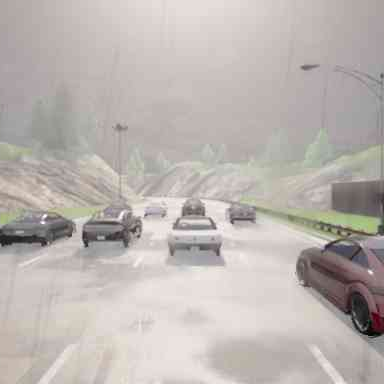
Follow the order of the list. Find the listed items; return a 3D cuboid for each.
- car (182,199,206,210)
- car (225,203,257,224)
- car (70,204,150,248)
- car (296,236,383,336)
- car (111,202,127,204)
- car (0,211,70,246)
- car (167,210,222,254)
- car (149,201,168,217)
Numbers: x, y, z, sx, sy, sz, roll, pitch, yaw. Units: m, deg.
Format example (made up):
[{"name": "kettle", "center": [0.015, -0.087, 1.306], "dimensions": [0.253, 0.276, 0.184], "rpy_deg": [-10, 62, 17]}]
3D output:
[{"name": "car", "center": [0.144, 1.377, 30.310], "dimensions": [2.097, 1.767, 4.553], "rpy_deg": [0, 0, 0]}, {"name": "car", "center": [3.615, 1.568, 25.132], "dimensions": [2.033, 1.411, 5.357], "rpy_deg": [0, 0, 0]}, {"name": "car", "center": [-3.403, 1.504, 14.867], "dimensions": [2.128, 1.511, 4.902], "rpy_deg": [0, 0, 0]}, {"name": "car", "center": [3.595, 1.569, 6.674], "dimensions": [1.994, 1.385, 4.181], "rpy_deg": [0, 0, 0]}, {"name": "car", "center": [-6.852, 1.590, 31.214], "dimensions": [1.994, 1.385, 4.181], "rpy_deg": [0, 0, 0]}, {"name": "car", "center": [-6.902, 1.577, 15.311], "dimensions": [1.994, 1.385, 4.181], "rpy_deg": [0, 0, 0]}, {"name": "car", "center": [0.097, 1.612, 13.418], "dimensions": [1.895, 1.301, 4.718], "rpy_deg": [0, 0, 0]}, {"name": "car", "center": [-3.364, 1.552, 31.607], "dimensions": [1.812, 1.442, 4.674], "rpy_deg": [0, 0, 0]}]
